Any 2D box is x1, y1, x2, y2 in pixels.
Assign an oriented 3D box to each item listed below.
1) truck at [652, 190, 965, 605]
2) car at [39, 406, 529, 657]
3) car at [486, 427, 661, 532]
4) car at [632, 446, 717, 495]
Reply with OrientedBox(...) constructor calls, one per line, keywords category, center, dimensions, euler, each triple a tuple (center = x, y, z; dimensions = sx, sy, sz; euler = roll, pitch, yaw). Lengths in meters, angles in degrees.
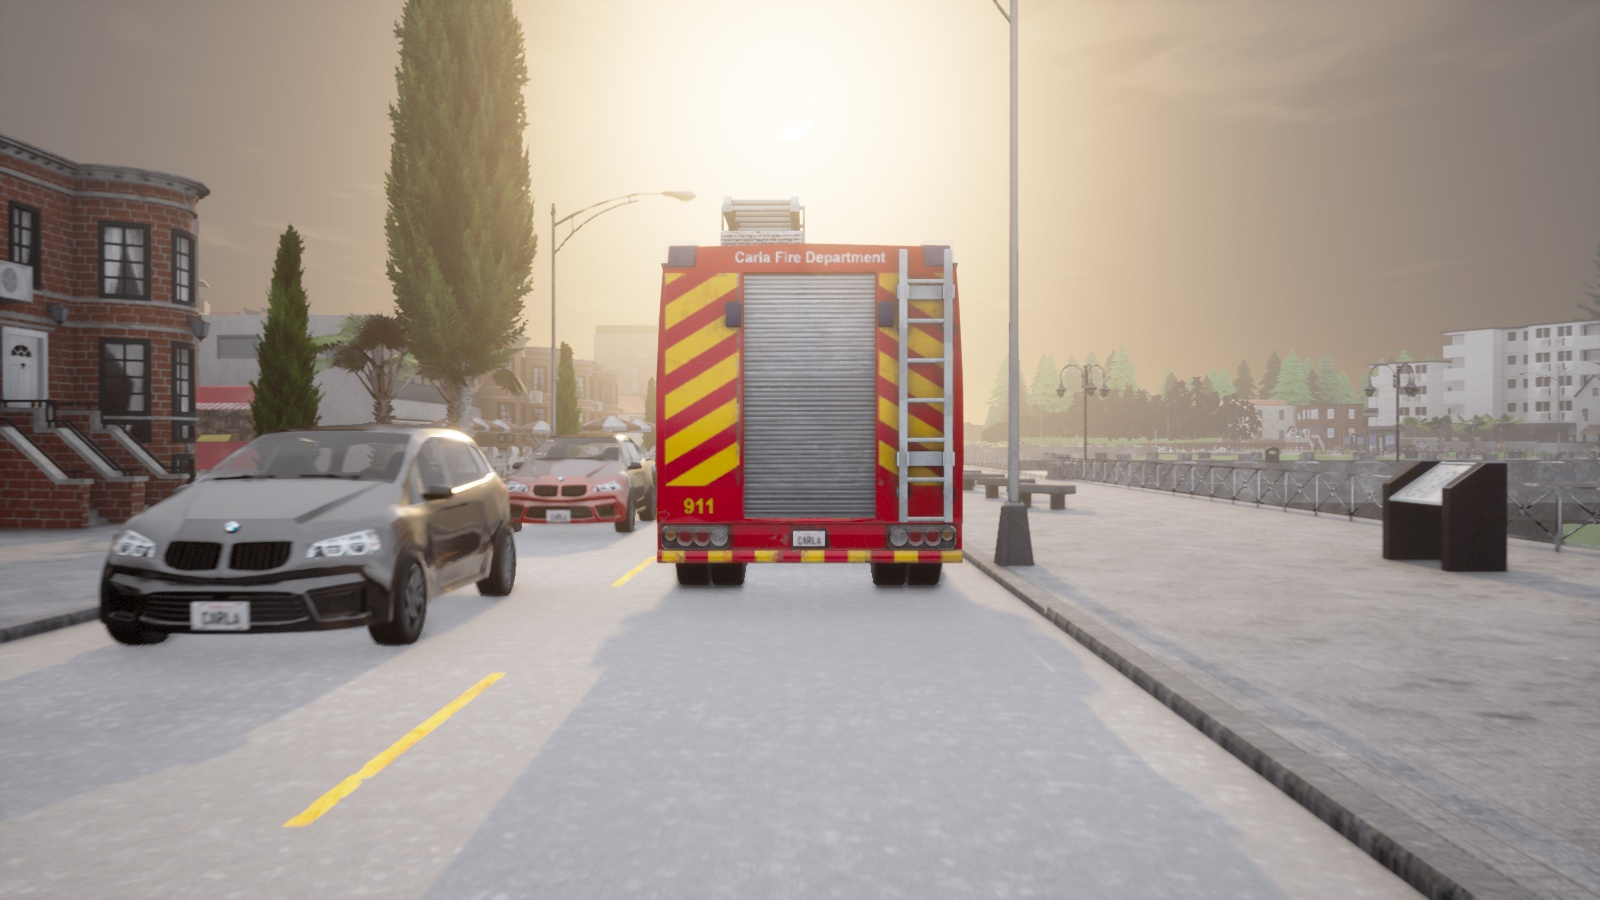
OrientedBox(category="truck", center=(0.104, -0.507, 15.839), dimensions=(2.891, 3.827, 8.468), euler=(0, 0, 0))
OrientedBox(category="car", center=(-3.925, 0.528, 10.650), dimensions=(2.242, 1.667, 4.611), euler=(0, 0, 0))
OrientedBox(category="car", center=(-3.861, 0.462, 22.276), dimensions=(2.242, 1.667, 4.611), euler=(0, 0, 0))
OrientedBox(category="car", center=(-3.771, 0.574, 38.527), dimensions=(2.033, 1.411, 5.357), euler=(0, 0, 0))
